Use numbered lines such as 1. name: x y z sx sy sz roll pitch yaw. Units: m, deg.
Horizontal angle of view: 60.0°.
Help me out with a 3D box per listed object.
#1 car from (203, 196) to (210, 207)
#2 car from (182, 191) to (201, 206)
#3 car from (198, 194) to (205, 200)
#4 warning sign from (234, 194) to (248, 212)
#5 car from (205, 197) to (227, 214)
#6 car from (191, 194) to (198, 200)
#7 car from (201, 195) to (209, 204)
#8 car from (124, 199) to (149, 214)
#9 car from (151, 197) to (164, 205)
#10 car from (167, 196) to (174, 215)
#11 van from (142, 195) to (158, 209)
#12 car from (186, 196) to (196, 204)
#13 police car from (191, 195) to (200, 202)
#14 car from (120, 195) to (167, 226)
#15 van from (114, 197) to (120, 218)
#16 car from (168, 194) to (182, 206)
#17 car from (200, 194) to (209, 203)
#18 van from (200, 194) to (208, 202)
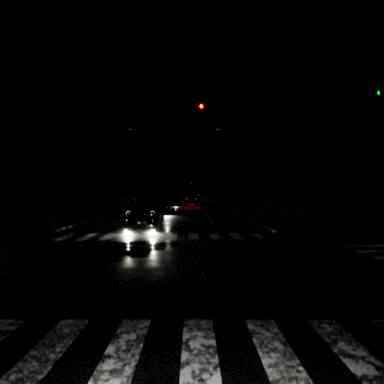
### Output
1. car: 2.702 1.523 40.974 1.887 1.381 4.507 0 0 0
2. car: -0.050 1.199 53.793 2.150 2.045 5.566 0 0 0
3. car: 2.601 1.416 90.703 1.967 1.590 4.097 0 0 0
4. warning sign: 5.010 1.095 34.067 1.300 1.860 1.060 0 0 0
5. car: 2.713 1.524 35.449 1.887 1.381 4.507 0 0 0
6. car: 0.738 1.431 90.254 1.801 1.575 5.366 0 0 0
7. car: 2.691 1.522 46.499 1.887 1.381 4.507 0 0 0
8. car: -5.842 1.524 35.452 1.887 1.381 4.507 0 0 0
9. car: -5.878 1.559 57.551 1.802 1.307 4.206 0 0 0
10. car: -3.160 1.486 34.106 1.837 1.490 4.892 0 0 0
11. van: -5.861 1.319 46.501 1.690 1.788 3.998 0 0 0
12. car: -0.115 1.482 64.326 1.837 1.490 4.892 0 0 0
13. police car: 0.767 1.401 74.174 1.930 1.638 5.238 0 0 0
14. car: -3.204 1.336 22.882 2.097 1.767 4.553 0 0 2
15. van: -5.833 1.322 29.926 1.690 1.788 3.998 0 0 0
16. car: -3.145 1.525 53.551 2.033 1.411 5.357 0 0 0
17. car: 2.679 1.503 52.195 1.752 1.417 4.829 0 0 0
18. van: 2.635 1.317 74.126 1.690 1.788 3.998 0 0 0
